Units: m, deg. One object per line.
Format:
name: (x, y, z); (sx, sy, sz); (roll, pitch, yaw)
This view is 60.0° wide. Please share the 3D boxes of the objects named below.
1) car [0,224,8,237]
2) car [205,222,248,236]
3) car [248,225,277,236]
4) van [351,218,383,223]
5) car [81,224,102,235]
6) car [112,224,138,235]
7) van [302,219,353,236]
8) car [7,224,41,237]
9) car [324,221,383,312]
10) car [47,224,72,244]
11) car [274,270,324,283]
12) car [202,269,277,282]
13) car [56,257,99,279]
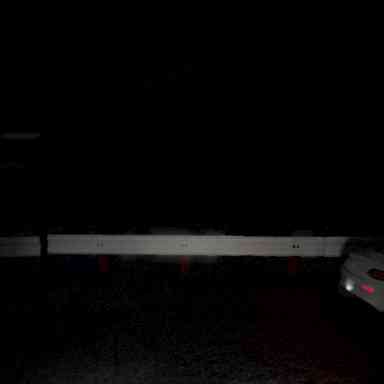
car: (-17.929, 3.678, 30.372); (2.097, 1.535, 5.008); (0, 1, -18)
car: (2.772, 3.573, 29.743); (2.185, 1.767, 4.553); (0, 1, -18)
car: (5.744, 3.703, 29.622); (2.231, 1.521, 4.892); (-1, 2, -18)
van: (14.570, 3.481, 29.445); (1.878, 1.987, 4.442); (-1, 2, -18)
car: (-9.115, 3.680, 30.264); (1.946, 1.575, 5.366); (-1, 2, -18)
car: (-6.076, 3.721, 29.975); (2.163, 1.488, 4.792); (0, 1, -18)
van: (11.612, 3.479, 29.540); (1.878, 1.987, 4.442); (-1, 1, -18)
car: (-15.029, 3.674, 30.453); (1.946, 1.575, 5.366); (-1, 1, -18)
car: (4.978, 1.464, 5.561); (4.674, 1.442, 1.812); (2, 2, 2)
car: (-12.003, 3.684, 30.186); (2.097, 1.535, 5.008); (-1, 2, -18)
car: (4.710, 4.209, 12.744); (2.185, 1.767, 4.553); (-1, 3, -18)
car: (1.682, 4.207, 12.832); (2.185, 1.767, 4.553); (-1, 3, -18)
car: (-4.343, 4.078, 12.961); (2.435, 2.045, 5.566); (-1, 3, -18)
